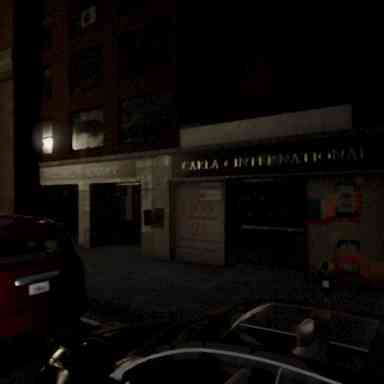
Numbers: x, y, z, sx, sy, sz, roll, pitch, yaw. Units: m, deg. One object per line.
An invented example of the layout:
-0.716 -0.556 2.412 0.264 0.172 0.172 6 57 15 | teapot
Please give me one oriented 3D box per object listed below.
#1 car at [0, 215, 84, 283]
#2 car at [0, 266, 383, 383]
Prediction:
-3.897 1.311 5.653 5.009 1.841 2.192 0 -1 36 | car
0.558 1.550 2.459 4.403 1.369 2.008 0 -1 36 | car
